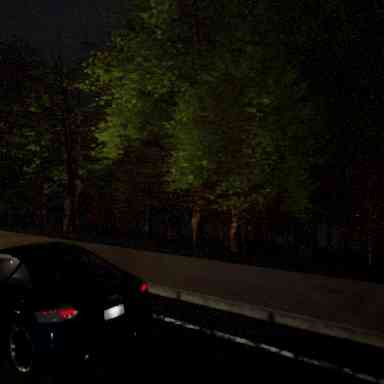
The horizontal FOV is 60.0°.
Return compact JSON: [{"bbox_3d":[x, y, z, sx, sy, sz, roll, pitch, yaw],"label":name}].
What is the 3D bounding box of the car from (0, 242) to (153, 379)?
[{"bbox_3d":[-2.665,1.564,5.587,4.181,1.385,1.994,0,0,36],"label":"car"}]
